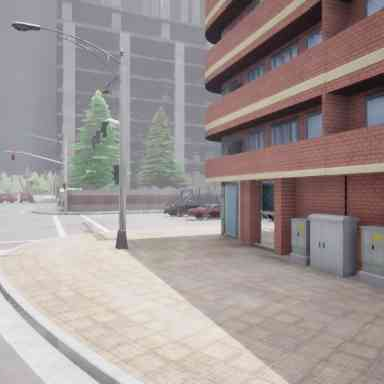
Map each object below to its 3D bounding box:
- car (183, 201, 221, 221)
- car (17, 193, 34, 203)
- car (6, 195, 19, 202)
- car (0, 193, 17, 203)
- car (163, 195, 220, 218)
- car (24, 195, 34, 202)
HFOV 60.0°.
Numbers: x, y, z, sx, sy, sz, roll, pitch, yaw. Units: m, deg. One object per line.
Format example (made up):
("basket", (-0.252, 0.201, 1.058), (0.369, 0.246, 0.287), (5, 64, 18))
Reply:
("car", (2.034, 1.656, 28.083), (4.718, 1.301, 1.895), (0, 0, -23))
("car", (-34.638, 1.225, 69.458), (2.150, 2.045, 5.566), (0, 0, -23))
("car", (-42.153, 1.540, 78.223), (2.033, 1.411, 5.357), (0, 0, -23))
("car", (-38.004, 1.225, 68.432), (2.150, 2.045, 5.566), (0, 0, -23))
("car", (0.117, 1.277, 31.313), (5.566, 2.045, 2.150), (0, 0, -23))
("car", (-38.768, 1.524, 79.205), (1.812, 1.442, 4.674), (0, 0, -23))
